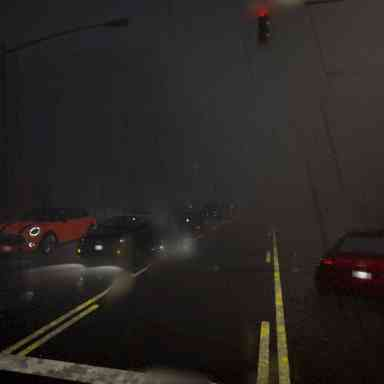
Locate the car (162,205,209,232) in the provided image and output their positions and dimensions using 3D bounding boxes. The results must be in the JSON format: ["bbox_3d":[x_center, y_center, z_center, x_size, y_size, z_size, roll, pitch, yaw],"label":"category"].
[{"bbox_3d":[-0.451,1.715,21.011,1.895,1.301,4.718,0,-1,13],"label":"car"}]

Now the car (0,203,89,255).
[{"bbox_3d":[-5.817,1.388,13.619,2.097,1.767,4.553,0,0,13],"label":"car"}]

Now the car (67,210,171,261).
[{"bbox_3d":[-2.484,1.603,12.506,1.994,1.385,4.181,0,0,14],"label":"car"}]

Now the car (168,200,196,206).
[{"bbox_3d":[-1.432,1.724,31.960,2.128,1.511,4.902,0,-1,14],"label":"car"}]

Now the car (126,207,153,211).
[{"bbox_3d":[-3.725,1.718,22.365,1.895,1.301,4.718,0,-1,13],"label":"car"}]

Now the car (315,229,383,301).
[{"bbox_3d":[4.470,1.593,8.066,1.994,1.385,4.181,-1,-1,36],"label":"car"}]

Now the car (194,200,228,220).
[{"bbox_3d":[1.821,1.733,30.523,1.837,1.490,4.892,0,-1,14],"label":"car"}]

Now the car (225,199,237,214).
[{"bbox_3d":[4.291,1.703,40.704,2.097,1.767,4.553,0,-1,14],"label":"car"}]
